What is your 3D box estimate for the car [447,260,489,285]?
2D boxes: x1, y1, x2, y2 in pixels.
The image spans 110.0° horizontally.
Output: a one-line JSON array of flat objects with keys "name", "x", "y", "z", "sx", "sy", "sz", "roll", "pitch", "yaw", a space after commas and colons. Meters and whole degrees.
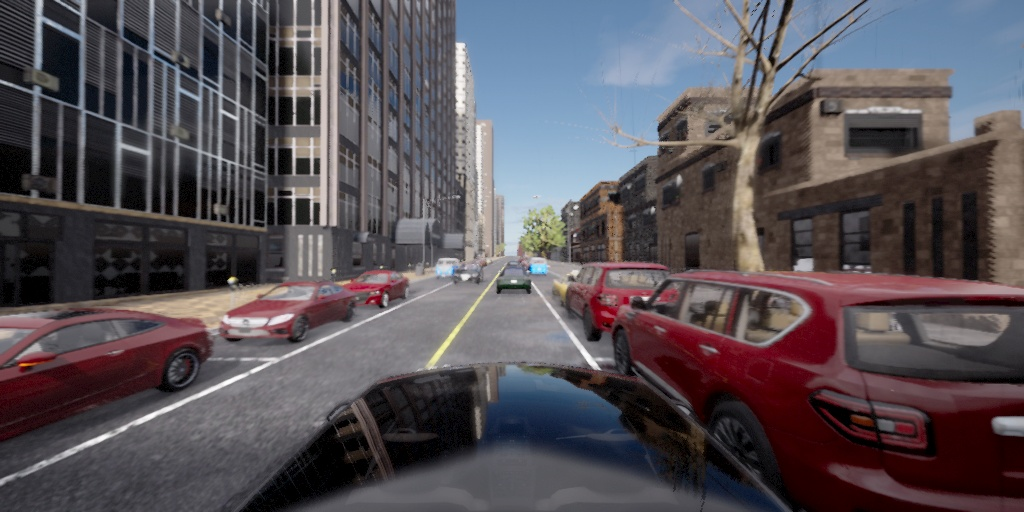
[{"name": "car", "x": -3.091, "y": 1.258, "z": 26.233, "sx": 2.128, "sy": 1.511, "sz": 4.902, "roll": 0, "pitch": 0, "yaw": 0}]

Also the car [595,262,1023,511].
[{"name": "car", "x": 2.693, "y": 1.067, "z": 4.171, "sx": 2.192, "sy": 1.841, "sz": 5.009, "roll": 0, "pitch": 0, "yaw": 0}]

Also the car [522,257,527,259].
[{"name": "car", "x": 2.699, "y": 1.205, "z": 48.545, "sx": 1.967, "sy": 1.591, "sz": 4.097, "roll": 0, "pitch": 0, "yaw": 0}]

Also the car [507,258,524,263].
[{"name": "car", "x": 0.108, "y": 1.292, "z": 41.899, "sx": 1.812, "sy": 1.442, "sz": 4.674, "roll": 0, "pitch": 0, "yaw": 0}]

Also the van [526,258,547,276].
[{"name": "van", "x": 2.698, "y": 1.108, "z": 37.453, "sx": 1.690, "sy": 1.789, "sz": 3.998, "roll": 0, "pitch": 0, "yaw": 0}]

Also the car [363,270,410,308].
[{"name": "car", "x": -5.686, "y": 1.306, "z": 15.267, "sx": 1.888, "sy": 1.381, "sz": 4.507, "roll": 0, "pitch": 0, "yaw": 0}]

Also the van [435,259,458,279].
[{"name": "van", "x": -5.684, "y": 1.107, "z": 31.907, "sx": 1.690, "sy": 1.789, "sz": 3.998, "roll": 0, "pitch": 0, "yaw": 0}]

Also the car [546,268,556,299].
[{"name": "car", "x": 2.695, "y": 1.287, "z": 15.437, "sx": 1.751, "sy": 1.417, "sz": 4.829, "roll": 0, "pitch": 0, "yaw": 0}]

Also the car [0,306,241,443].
[{"name": "car", "x": -5.689, "y": 1.334, "z": 4.172, "sx": 1.802, "sy": 1.307, "sz": 4.207, "roll": 0, "pitch": 0, "yaw": 0}]

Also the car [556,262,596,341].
[{"name": "car", "x": 2.694, "y": 1.073, "z": 9.720, "sx": 2.192, "sy": 1.841, "sz": 5.009, "roll": 0, "pitch": 0, "yaw": 0}]

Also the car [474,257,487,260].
[{"name": "car", "x": -5.680, "y": 1.342, "z": 59.638, "sx": 1.802, "sy": 1.307, "sz": 4.207, "roll": 0, "pitch": 0, "yaw": 0}]

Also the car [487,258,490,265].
[{"name": "car", "x": -5.679, "y": 1.071, "z": 65.184, "sx": 2.192, "sy": 1.841, "sz": 5.009, "roll": 0, "pitch": 0, "yaw": 0}]

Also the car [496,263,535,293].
[{"name": "car", "x": 0.105, "y": 1.329, "z": 21.234, "sx": 1.994, "sy": 1.385, "sz": 4.181, "roll": 0, "pitch": 0, "yaw": 0}]

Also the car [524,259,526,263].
[{"name": "car", "x": 2.699, "y": 1.332, "z": 42.999, "sx": 1.948, "sy": 1.339, "sz": 4.313, "roll": 0, "pitch": 0, "yaw": 0}]

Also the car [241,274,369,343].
[{"name": "car", "x": -5.687, "y": 1.339, "z": 9.720, "sx": 1.802, "sy": 1.307, "sz": 4.207, "roll": 0, "pitch": 0, "yaw": 0}]
